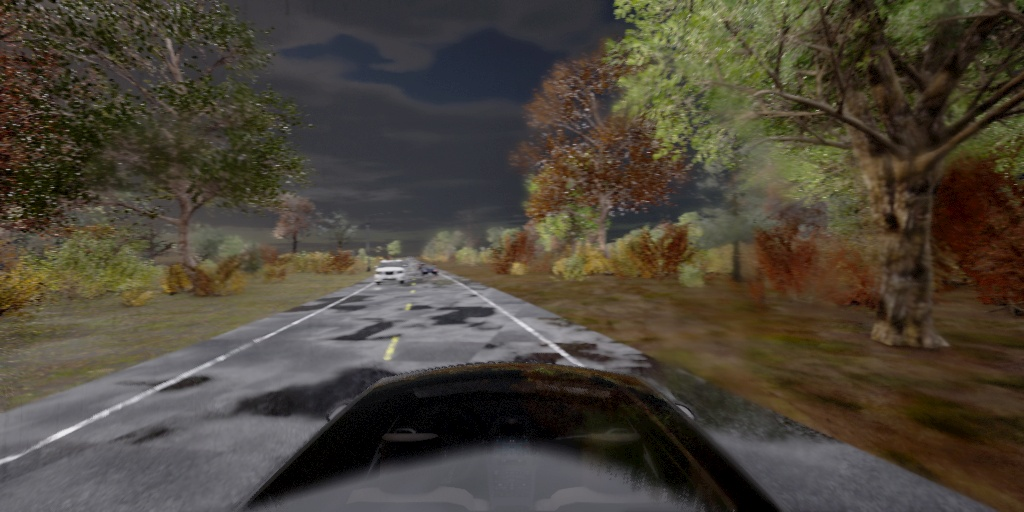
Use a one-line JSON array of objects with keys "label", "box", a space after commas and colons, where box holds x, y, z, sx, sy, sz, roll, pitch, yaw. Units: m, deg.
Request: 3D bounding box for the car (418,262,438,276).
[{"label": "car", "box": [-10.141, 1.743, 43.835, 1.895, 1.301, 4.718, -2, 0, -16]}]

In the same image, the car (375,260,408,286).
[{"label": "car", "box": [-10.301, 1.340, 30.653, 2.150, 2.045, 5.566, -2, 0, -15]}]
